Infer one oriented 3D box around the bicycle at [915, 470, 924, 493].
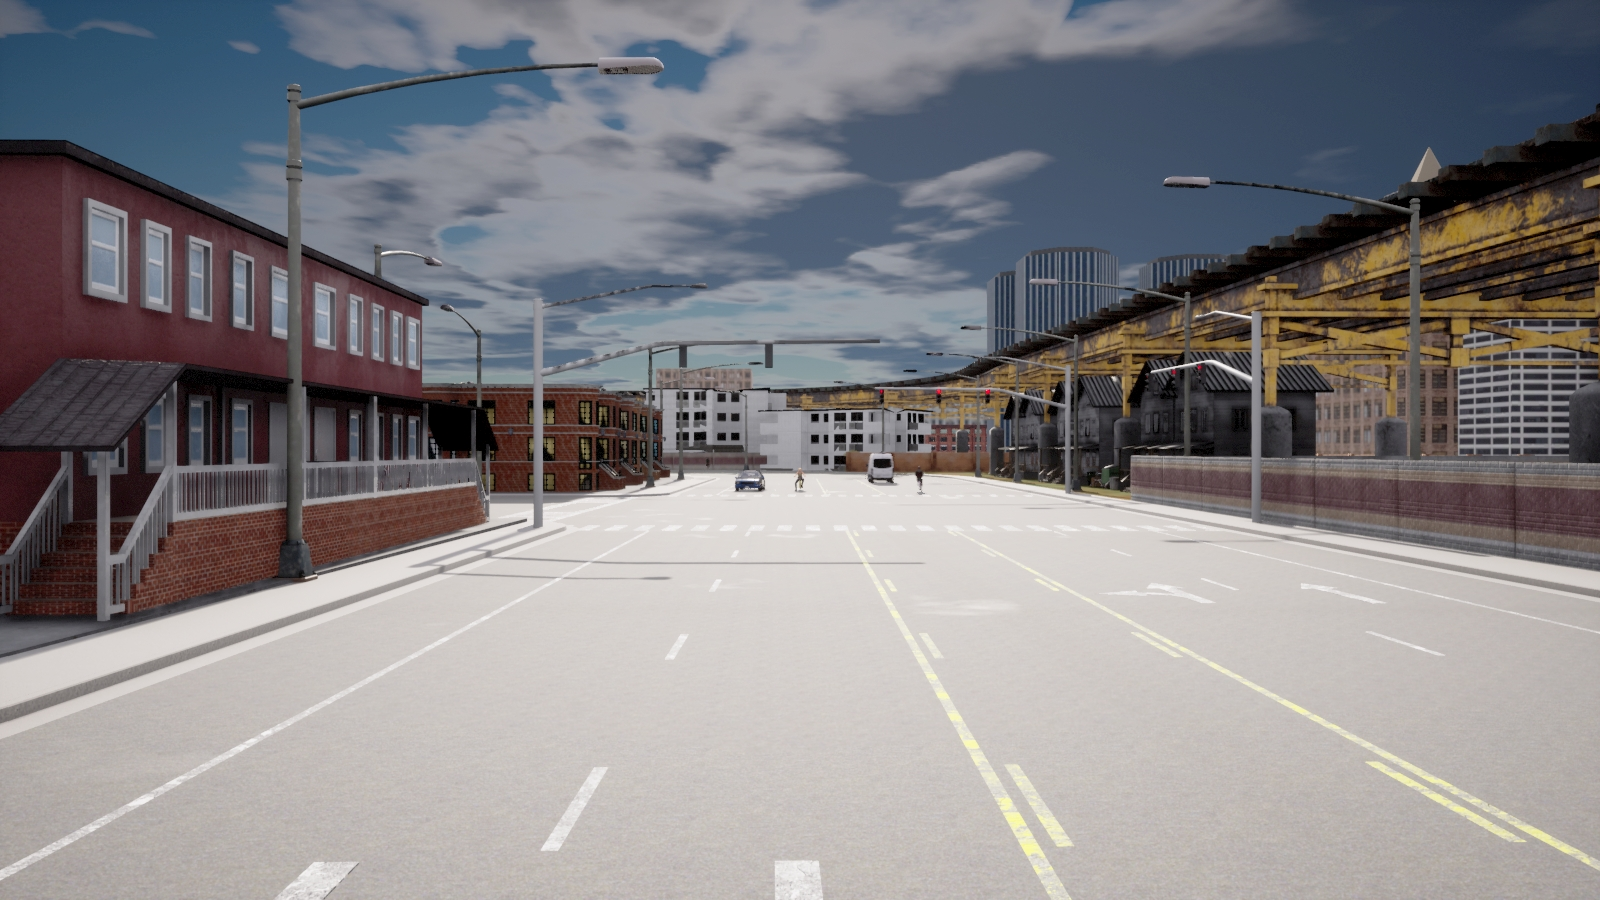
[{"bbox_3d":[7.953,2.075,75.959,0.329,1.496,1.835,0,0,13],"label":"bicycle"}]
